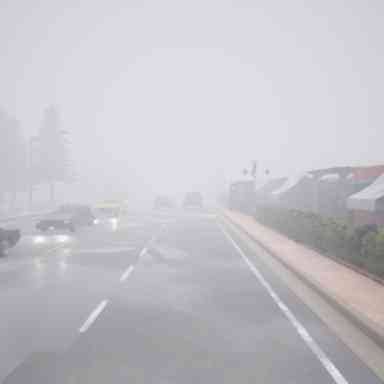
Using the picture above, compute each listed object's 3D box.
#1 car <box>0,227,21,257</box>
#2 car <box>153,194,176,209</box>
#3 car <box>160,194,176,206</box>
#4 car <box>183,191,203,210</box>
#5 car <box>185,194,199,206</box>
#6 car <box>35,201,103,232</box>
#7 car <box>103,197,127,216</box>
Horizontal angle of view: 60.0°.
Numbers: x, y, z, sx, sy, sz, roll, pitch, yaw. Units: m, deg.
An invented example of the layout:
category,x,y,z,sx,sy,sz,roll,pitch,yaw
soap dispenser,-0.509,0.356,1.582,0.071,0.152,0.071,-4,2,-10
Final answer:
category,x,y,z,sx,sy,sz,roll,pitch,yaw
car,-7.089,1.533,9.742,1.895,1.301,4.718,0,0,0
car,-3.398,1.065,39.613,2.097,1.767,4.553,0,0,0
car,-3.492,1.120,49.302,1.882,1.535,5.008,0,1,0
car,0.102,0.941,38.945,2.150,2.045,5.566,0,0,0
car,0.007,1.151,49.118,1.837,1.490,4.892,0,1,0
car,-7.082,1.408,19.422,2.033,1.411,5.357,0,0,0
car,-7.062,1.264,29.519,1.882,1.535,5.008,0,0,0
